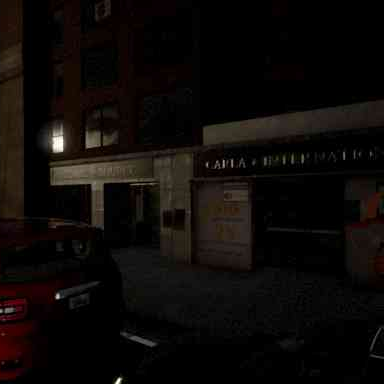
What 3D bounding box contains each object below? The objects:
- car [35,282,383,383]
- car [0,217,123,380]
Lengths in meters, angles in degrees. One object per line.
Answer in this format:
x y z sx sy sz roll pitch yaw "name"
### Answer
1.248 1.551 1.965 4.403 1.369 2.008 0 -1 35 "car"
-3.214 1.318 5.148 5.009 1.841 2.192 0 -1 35 "car"
